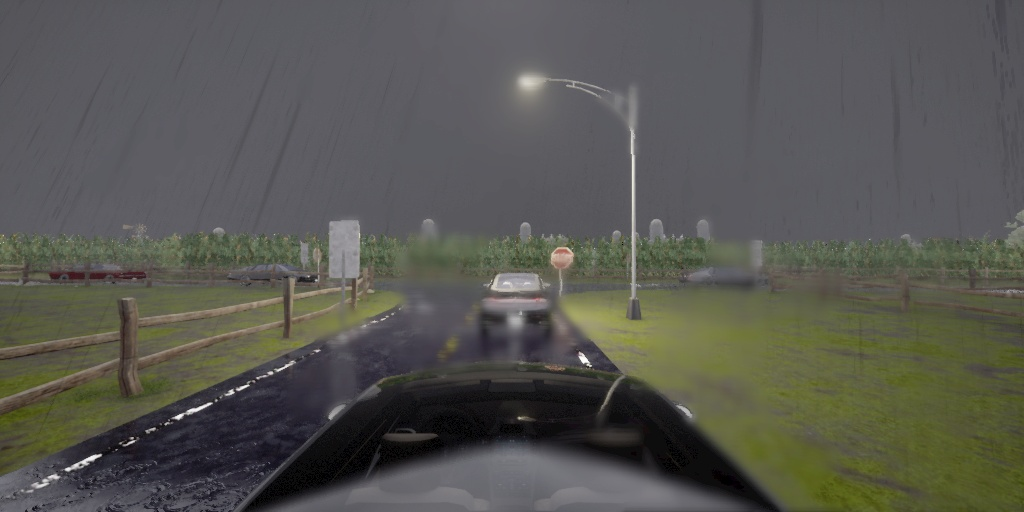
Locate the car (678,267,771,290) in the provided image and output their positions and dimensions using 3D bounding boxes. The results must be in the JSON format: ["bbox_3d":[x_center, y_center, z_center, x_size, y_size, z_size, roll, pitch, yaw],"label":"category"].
[{"bbox_3d":[13.723,1.402,23.190,5.357,1.411,2.033,0,-1,0],"label":"car"}]

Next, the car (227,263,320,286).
[{"bbox_3d":[-15.414,1.183,23.426,5.357,1.411,2.033,0,-1,0],"label":"car"}]

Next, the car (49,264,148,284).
[{"bbox_3d":[-26.907,1.160,23.518,4.718,1.301,1.895,0,-1,0],"label":"car"}]

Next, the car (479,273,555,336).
[{"bbox_3d":[0.168,1.247,10.496,2.128,1.511,4.902,0,0,2],"label":"car"}]
